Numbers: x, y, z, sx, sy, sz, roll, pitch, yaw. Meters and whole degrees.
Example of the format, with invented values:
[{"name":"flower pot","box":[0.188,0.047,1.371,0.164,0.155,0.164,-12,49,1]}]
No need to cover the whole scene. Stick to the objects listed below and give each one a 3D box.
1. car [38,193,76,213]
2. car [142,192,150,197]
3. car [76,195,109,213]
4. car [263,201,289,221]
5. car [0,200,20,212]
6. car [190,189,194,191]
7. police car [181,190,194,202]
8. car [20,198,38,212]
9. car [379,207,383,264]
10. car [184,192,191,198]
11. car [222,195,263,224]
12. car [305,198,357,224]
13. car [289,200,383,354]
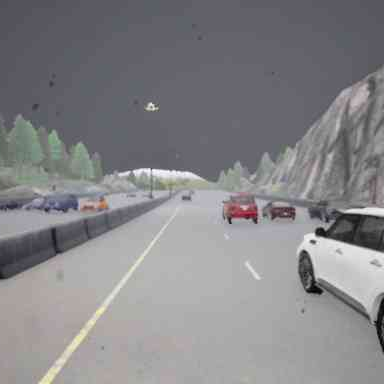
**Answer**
[{"name":"car","box":[-14.091,1.164,36.193,2.150,2.045,5.566,0,0,0]},{"name":"car","box":[-10.491,0.701,76.993,1.812,1.442,4.674,0,1,0]},{"name":"car","box":[-10.589,1.295,36.275,2.097,1.767,4.553,0,0,0]},{"name":"car","box":[7.103,1.478,27.669,1.882,1.535,5.008,0,0,0]},{"name":"car","box":[-21.085,1.533,37.533,1.895,1.301,4.718,0,1,0]},{"name":"car","box":[-1.041,0.807,74.949,1.801,1.575,5.366,0,1,0]},{"name":"police car","box":[-1.043,0.983,64.860,1.930,1.638,5.238,0,1,0]},{"name":"car","box":[-17.579,1.447,38.633,1.812,1.442,4.674,0,1,0]},{"name":"car","box":[7.101,1.382,8.507,2.097,1.767,4.553,0,0,0]},{"name":"car","box":[-1.041,0.747,80.766,1.812,1.442,4.674,0,1,0]},{"name":"car","box":[3.603,1.231,25.400,2.150,2.045,5.566,0,0,0]},{"name":"car","box":[10.603,1.360,25.756,2.097,1.767,4.553,0,0,0]},{"name":"car","box":[3.601,1.245,5.696,2.150,2.045,5.566,0,0,0]}]
